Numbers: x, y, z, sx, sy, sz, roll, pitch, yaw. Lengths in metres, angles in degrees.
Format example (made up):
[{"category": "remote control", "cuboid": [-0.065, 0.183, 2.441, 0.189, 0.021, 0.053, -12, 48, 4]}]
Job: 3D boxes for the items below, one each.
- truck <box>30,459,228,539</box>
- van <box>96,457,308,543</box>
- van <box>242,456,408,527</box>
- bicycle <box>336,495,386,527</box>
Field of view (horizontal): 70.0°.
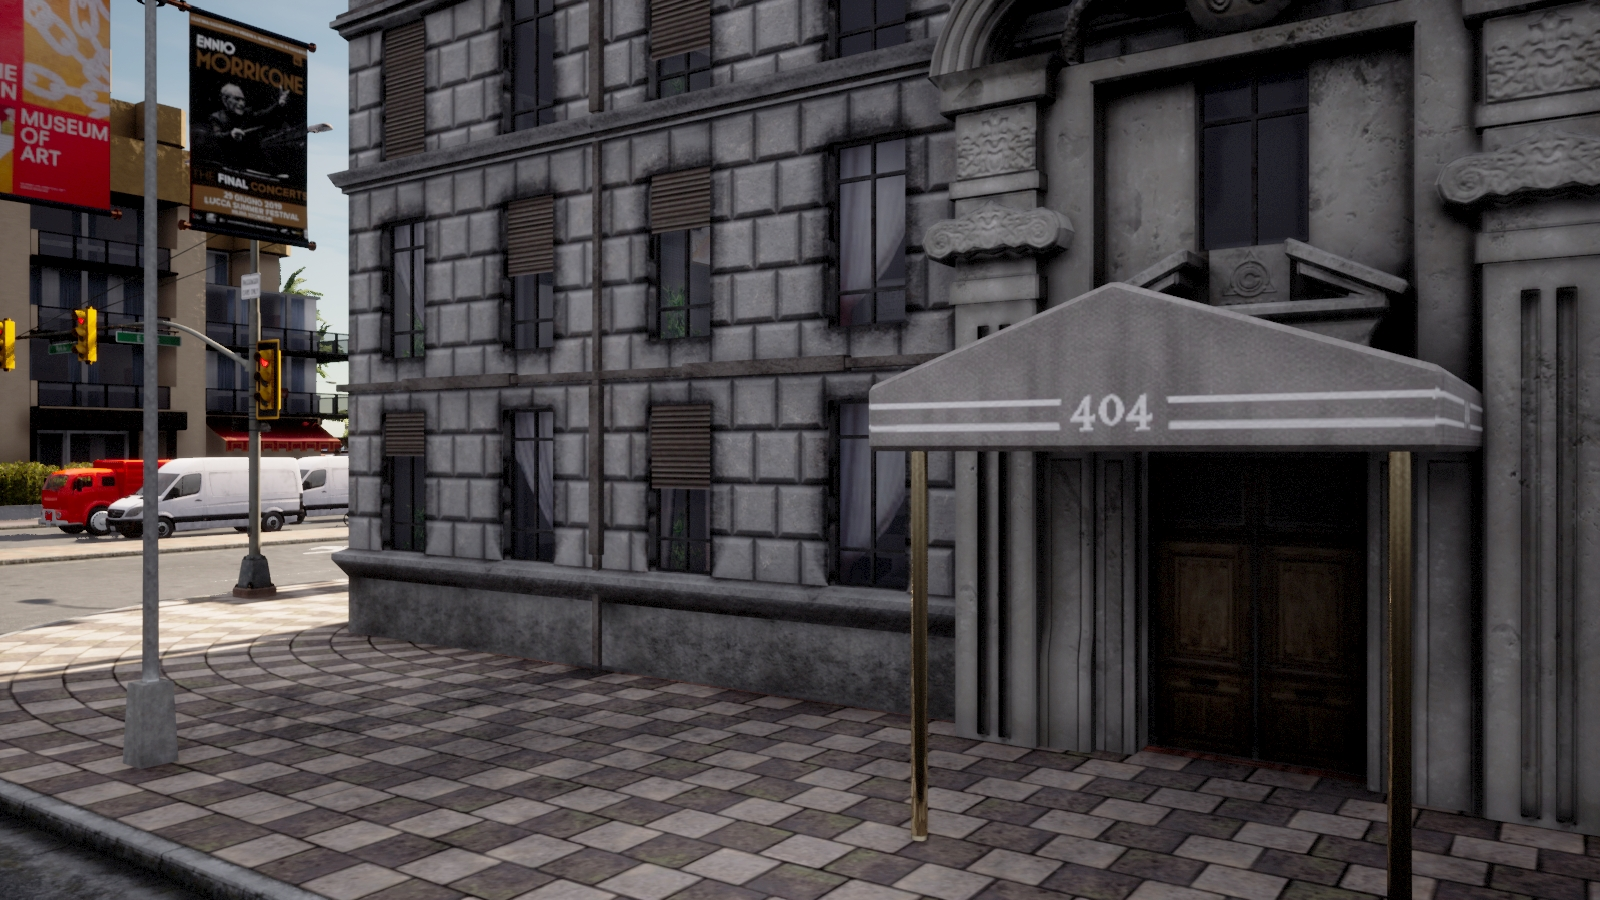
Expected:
[{"category": "truck", "cuboid": [-22.766, 1.568, 38.967, 2.627, 2.467, 5.204, 0, 0, 34]}, {"category": "van", "cuboid": [-19.485, 1.534, 37.556, 1.988, 2.561, 5.915, 0, 0, 34]}, {"category": "van", "cuboid": [-18.591, 1.534, 45.028, 1.988, 2.561, 5.915, 0, 0, 35]}, {"category": "bicycle", "cuboid": [-16.252, 2.256, 42.334, 0.859, 1.080, 1.487, 0, 0, 34]}]
